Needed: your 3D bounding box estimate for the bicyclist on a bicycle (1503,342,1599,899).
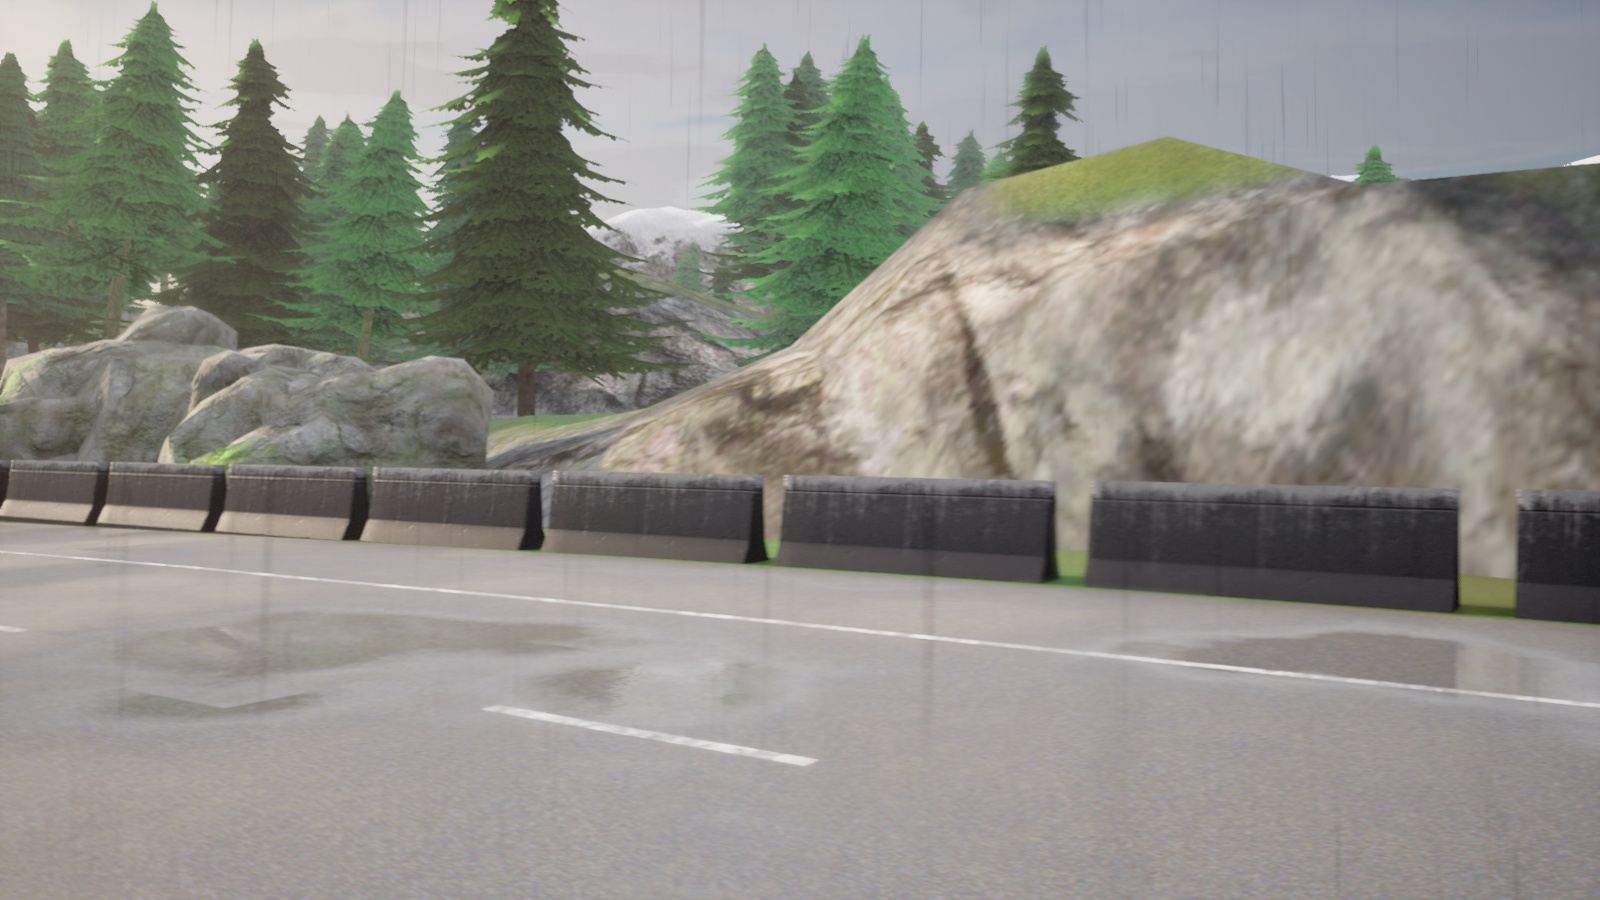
[{"bbox_3d":[2.133,0.617,2.198,1.509,1.612,0.866,0,1,34],"label":"bicyclist on a bicycle"}]
